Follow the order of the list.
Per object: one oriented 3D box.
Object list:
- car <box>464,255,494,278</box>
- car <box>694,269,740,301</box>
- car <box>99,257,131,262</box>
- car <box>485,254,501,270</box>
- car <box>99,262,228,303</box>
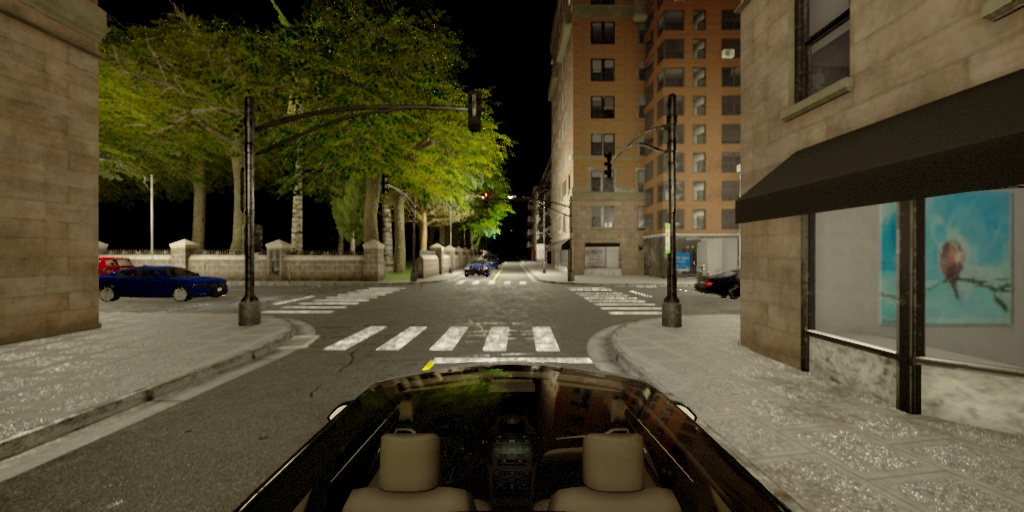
[{"bbox_3d":[-3.072,1.014,32.870,2.097,1.767,4.553,0,0,1],"label":"car"},{"bbox_3d":[11.322,1.279,16.249,5.357,1.411,2.033,0,0,11],"label":"car"},{"bbox_3d":[-25.925,0.990,21.825,5.009,1.841,2.192,0,0,1],"label":"car"},{"bbox_3d":[-3.025,0.806,49.596,2.150,2.045,5.566,0,1,0],"label":"car"},{"bbox_3d":[-15.468,1.181,15.907,5.008,1.535,1.882,1,0,0],"label":"car"}]
